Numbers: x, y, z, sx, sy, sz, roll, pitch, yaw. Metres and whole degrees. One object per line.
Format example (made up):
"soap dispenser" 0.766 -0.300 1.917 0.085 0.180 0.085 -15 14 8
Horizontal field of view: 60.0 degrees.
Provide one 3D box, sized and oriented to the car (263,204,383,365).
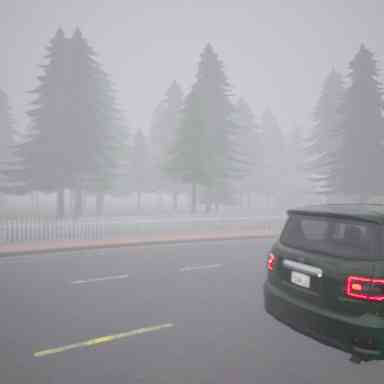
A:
"car" 3.774 1.229 5.379 5.566 2.045 2.150 1 0 -26
